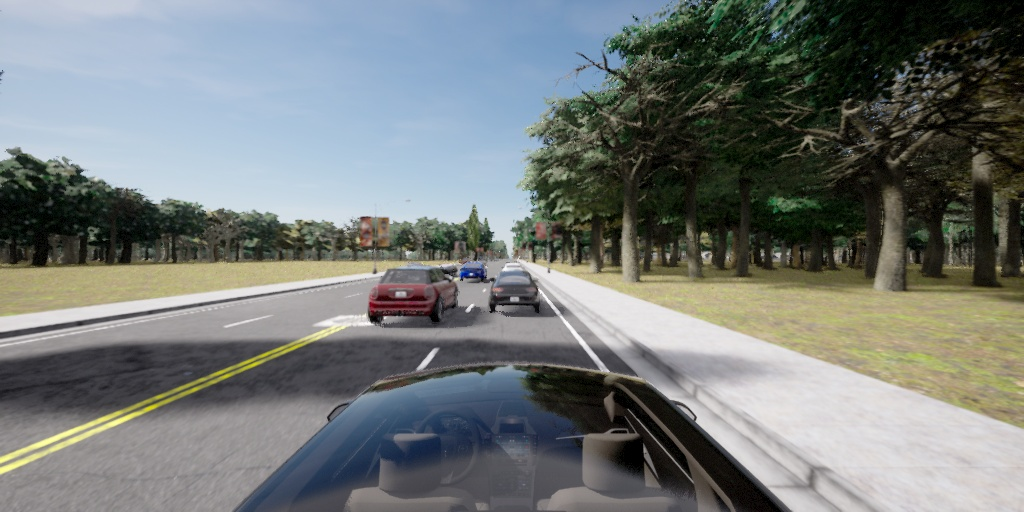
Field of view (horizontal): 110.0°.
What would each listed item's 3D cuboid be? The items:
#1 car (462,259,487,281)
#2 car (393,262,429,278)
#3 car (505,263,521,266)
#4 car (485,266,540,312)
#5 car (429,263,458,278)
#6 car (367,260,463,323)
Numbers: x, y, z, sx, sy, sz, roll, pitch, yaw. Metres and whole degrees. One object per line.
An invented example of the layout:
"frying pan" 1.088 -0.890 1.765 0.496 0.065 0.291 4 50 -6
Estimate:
"car" -3.154 1.270 30.240 1.882 1.535 5.008 0 0 0
"car" -9.848 1.351 35.513 2.033 1.411 5.357 0 0 0
"car" 0.095 1.316 29.591 1.812 1.442 4.674 0 0 0
"car" 0.094 1.289 14.273 1.812 1.442 4.674 0 0 0
"car" -6.596 1.403 35.115 1.895 1.301 4.718 0 0 0
"car" -3.159 1.113 12.353 2.097 1.767 4.553 0 0 0
